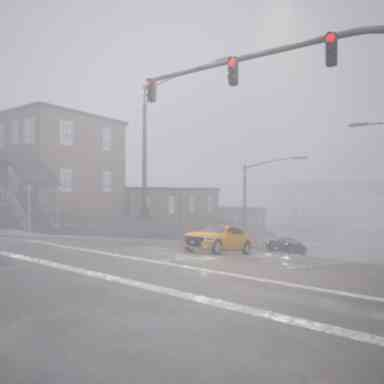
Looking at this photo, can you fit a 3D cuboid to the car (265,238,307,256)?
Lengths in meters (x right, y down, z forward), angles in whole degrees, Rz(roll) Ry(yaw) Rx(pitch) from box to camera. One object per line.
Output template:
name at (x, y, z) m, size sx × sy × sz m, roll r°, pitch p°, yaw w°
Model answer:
car at (7.457, 4.290, 26.221) m, size 1.895 × 1.301 × 4.718 m, roll 0°, pitch -12°, yaw 35°

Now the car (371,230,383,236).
car at (42.547, 9.175, 74.111) m, size 4.536 × 1.218 × 1.853 m, roll 0°, pitch 0°, yaw -1°

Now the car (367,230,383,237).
car at (42.495, 9.333, 74.110) m, size 4.974 × 1.542 × 2.038 m, roll 0°, pitch 0°, yaw -1°

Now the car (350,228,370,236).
car at (38.738, 9.170, 76.842) m, size 1.853 × 1.218 × 4.536 m, roll 0°, pitch 0°, yaw -11°

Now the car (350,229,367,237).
car at (38.747, 9.328, 76.791) m, size 2.038 × 1.542 × 4.974 m, roll 0°, pitch 0°, yaw -11°

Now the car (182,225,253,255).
car at (1.514, 2.504, 17.965) m, size 1.882 × 1.535 × 5.008 m, roll 0°, pitch -9°, yaw 37°
